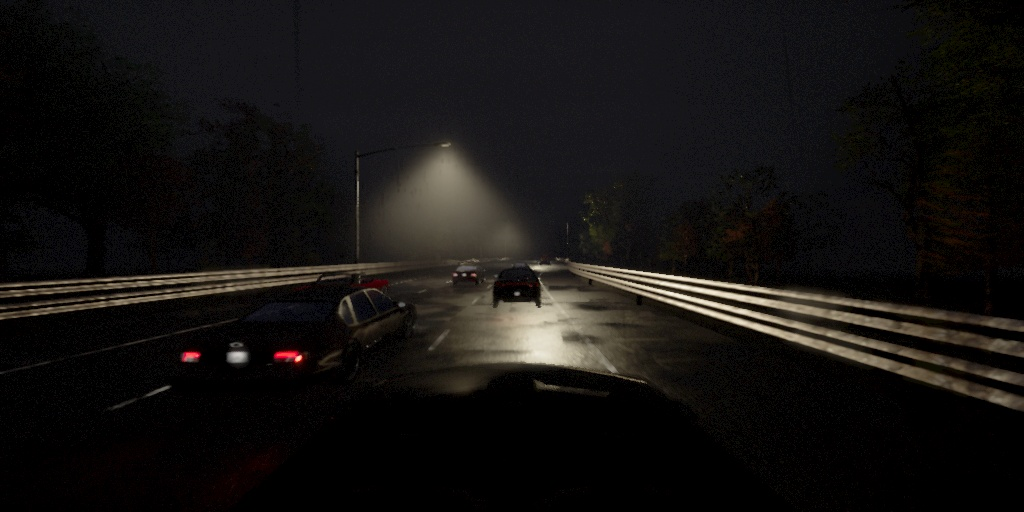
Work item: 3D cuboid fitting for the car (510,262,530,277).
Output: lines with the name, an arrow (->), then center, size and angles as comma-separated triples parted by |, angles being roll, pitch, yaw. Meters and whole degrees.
car -> 0.864, 1.297, 36.560 | 1.994, 1.385, 4.181 | 0, 0, 3

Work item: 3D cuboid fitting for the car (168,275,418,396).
car -> -3.379, 1.297, 6.944 | 2.033, 1.411, 5.357 | 0, 0, 0

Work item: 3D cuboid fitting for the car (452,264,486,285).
car -> -3.037, 1.286, 25.955 | 2.033, 1.411, 5.357 | 0, 0, 2

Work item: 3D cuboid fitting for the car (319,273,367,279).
car -> -6.789, 1.348, 14.987 | 1.895, 1.301, 4.718 | 0, 0, 1

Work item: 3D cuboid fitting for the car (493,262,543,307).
car -> 0.225, 1.216, 15.505 | 1.882, 1.535, 5.008 | 0, 0, 1
